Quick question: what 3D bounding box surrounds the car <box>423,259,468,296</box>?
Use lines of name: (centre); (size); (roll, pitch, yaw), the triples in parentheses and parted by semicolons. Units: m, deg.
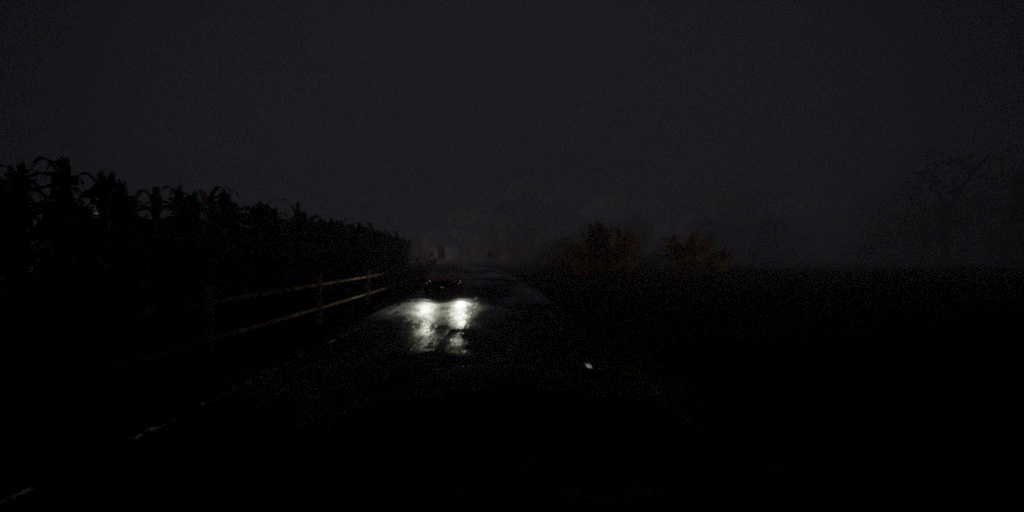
car: (-3.341, 1.136, 18.782); (1.882, 1.535, 5.008); (0, 0, -4)
